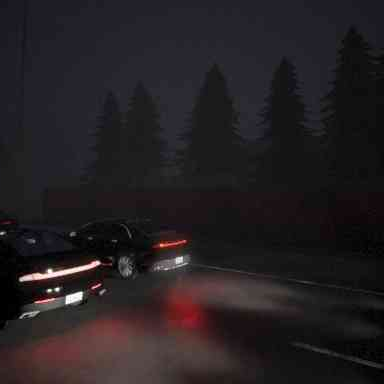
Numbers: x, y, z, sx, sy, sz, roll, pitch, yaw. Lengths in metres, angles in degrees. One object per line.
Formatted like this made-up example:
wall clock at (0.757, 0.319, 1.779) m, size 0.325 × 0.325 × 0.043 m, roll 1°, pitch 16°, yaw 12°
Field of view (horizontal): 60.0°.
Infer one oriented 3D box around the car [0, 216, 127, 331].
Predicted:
car at (-3.866, 1.492, 6.777) m, size 4.902 × 1.511 × 2.128 m, roll 0°, pitch 0°, yaw 36°

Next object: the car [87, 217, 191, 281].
car at (-2.298, 1.505, 9.962) m, size 4.892 × 1.490 × 1.837 m, roll 0°, pitch 0°, yaw 36°

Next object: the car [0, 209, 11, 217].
car at (-9.937, 1.505, 15.451) m, size 4.892 × 1.490 × 1.837 m, roll 0°, pitch 0°, yaw 36°
